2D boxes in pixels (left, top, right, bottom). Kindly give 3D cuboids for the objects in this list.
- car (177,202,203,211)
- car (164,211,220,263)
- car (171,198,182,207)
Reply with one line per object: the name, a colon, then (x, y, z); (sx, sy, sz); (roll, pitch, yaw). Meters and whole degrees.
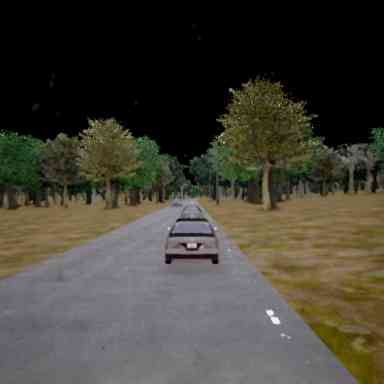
car: (0.012, 1.856, 28.443); (1.994, 1.385, 4.181); (0, -1, 0)
car: (0.005, 1.671, 12.482); (2.033, 1.411, 5.357); (0, -1, 0)
car: (-3.035, 2.051, 65.097); (2.097, 1.767, 4.553); (0, -1, 0)
